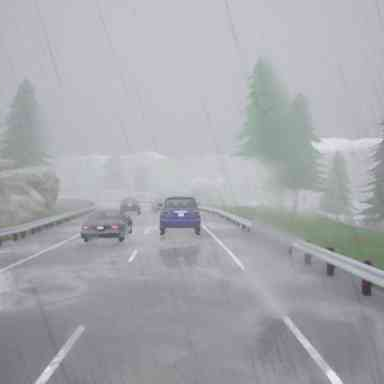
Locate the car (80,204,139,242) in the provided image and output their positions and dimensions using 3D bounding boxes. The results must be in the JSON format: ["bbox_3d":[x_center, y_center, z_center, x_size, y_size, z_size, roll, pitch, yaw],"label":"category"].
[{"bbox_3d":[-4.059,1.555,16.547,2.033,1.411,5.357,0,0,-4],"label":"car"}]

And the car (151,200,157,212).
[{"bbox_3d":[-3.612,1.555,38.197,2.033,1.411,5.357,0,0,-13],"label":"car"}]

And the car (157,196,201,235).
[{"bbox_3d":[-0.761,1.224,19.168,2.150,2.045,5.566,0,0,-5],"label":"car"}]

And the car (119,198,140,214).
[{"bbox_3d":[-6.650,1.364,35.431,2.097,1.767,4.553,0,0,-12],"label":"car"}]
